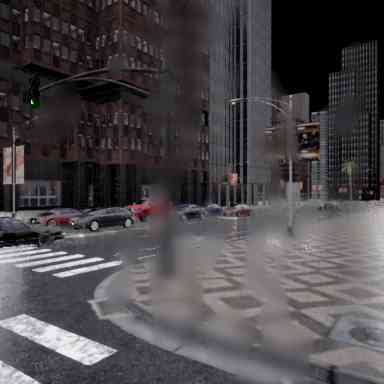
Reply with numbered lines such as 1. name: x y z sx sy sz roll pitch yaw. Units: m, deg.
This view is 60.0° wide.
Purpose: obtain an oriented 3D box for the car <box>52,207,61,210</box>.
1. car: -9.264 1.791 23.491 1.994 1.385 4.181 0 -1 36

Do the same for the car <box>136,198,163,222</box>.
1. car: -3.976 1.582 31.051 2.150 2.045 5.566 0 -1 35

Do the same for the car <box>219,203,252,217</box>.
1. car: 5.385 2.060 38.730 1.812 1.442 4.674 0 -1 35

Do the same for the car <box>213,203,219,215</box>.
1. car: 1.954 2.037 39.515 1.812 1.442 4.674 0 -1 35

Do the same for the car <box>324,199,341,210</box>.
1. car: 26.076 2.510 62.279 1.837 1.490 4.892 0 -1 35

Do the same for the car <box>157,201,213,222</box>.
1. car: -0.501 1.876 30.346 2.128 1.511 4.902 0 -1 35

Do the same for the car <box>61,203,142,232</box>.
1. car: -5.975 1.751 22.536 1.837 1.490 4.892 0 -1 35

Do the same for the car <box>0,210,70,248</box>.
1. car: -8.042 1.675 13.573 2.033 1.411 5.357 0 -1 35

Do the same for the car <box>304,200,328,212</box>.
1. car: 19.356 2.375 52.707 2.033 1.411 5.357 0 -1 35
